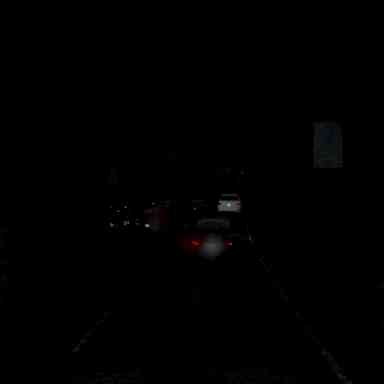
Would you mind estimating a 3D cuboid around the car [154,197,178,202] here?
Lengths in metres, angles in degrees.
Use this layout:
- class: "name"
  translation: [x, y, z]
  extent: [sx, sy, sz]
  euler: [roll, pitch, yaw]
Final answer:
- class: "car"
  translation: [-2.817, 1.296, 35.425]
  extent: [2.097, 1.767, 4.553]
  euler: [0, 0, 12]

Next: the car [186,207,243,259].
- class: "car"
  translation: [0.849, 1.514, 12.570]
  extent: [1.812, 1.442, 4.674]
  euler: [0, 0, 5]

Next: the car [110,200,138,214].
- class: "car"
  translation: [-6.667, 1.537, 34.157]
  extent: [1.895, 1.301, 4.718]
  euler: [0, 0, 11]

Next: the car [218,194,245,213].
- class: "car"
  translation: [3.761, 1.193, 31.753]
  extent: [2.150, 2.045, 5.566]
  euler: [0, 0, 11]

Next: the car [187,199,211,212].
- class: "car"
  translation: [0.774, 1.434, 34.544]
  extent: [1.882, 1.535, 5.008]
  euler: [0, 0, 12]

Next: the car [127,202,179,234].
- class: "car"
  translation: [-1.927, 1.499, 18.921]
  extent: [1.812, 1.442, 4.674]
  euler: [0, 0, 7]
